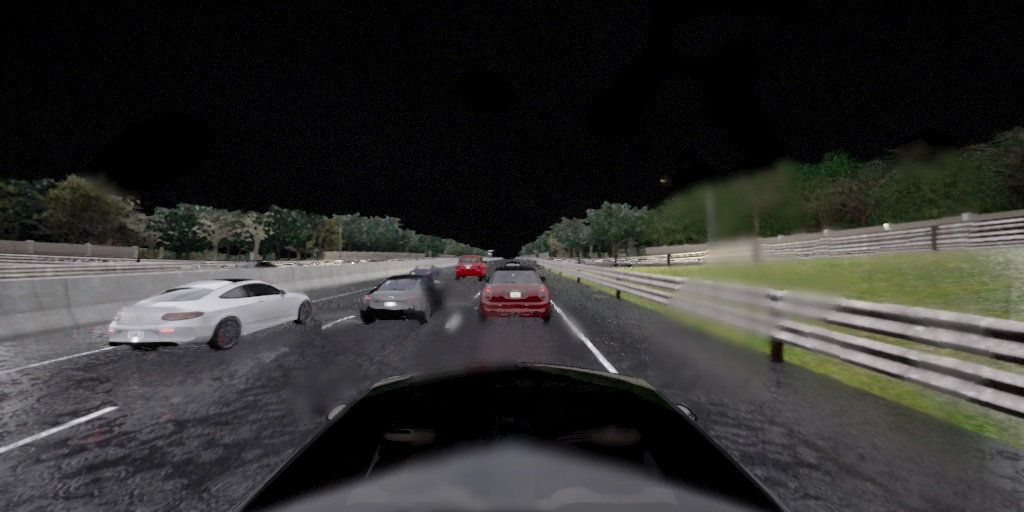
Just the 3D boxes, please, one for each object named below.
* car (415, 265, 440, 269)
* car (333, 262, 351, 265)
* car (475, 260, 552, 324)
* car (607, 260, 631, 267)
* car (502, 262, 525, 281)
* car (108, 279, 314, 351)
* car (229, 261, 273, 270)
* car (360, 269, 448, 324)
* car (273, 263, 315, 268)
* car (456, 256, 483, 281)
[{"bbox_3d":[-6.907,1.361,29.585,1.895,1.301,4.718,0,0,0],"label":"car"},{"bbox_3d":[-17.599,1.323,37.473,1.994,1.385,4.181,0,0,0],"label":"car"},{"bbox_3d":[0.098,1.109,12.190,2.097,1.767,4.553,0,0,0],"label":"car"},{"bbox_3d":[16.740,1.084,56.462,1.994,1.385,4.181,0,-1,-18],"label":"car"},{"bbox_3d":[0.093,1.265,31.279,1.837,1.490,4.892,0,0,0],"label":"car"},{"bbox_3d":[-6.901,1.281,8.884,1.812,1.442,4.674,0,0,0],"label":"car"},{"bbox_3d":[-24.601,1.265,34.171,1.837,1.490,4.892,0,0,0],"label":"car"},{"bbox_3d":[-3.403,1.321,12.044,1.994,1.385,4.181,0,0,0],"label":"car"},{"bbox_3d":[-21.102,1.361,35.751,1.895,1.301,4.718,0,0,0],"label":"car"},{"bbox_3d":[-3.407,0.982,30.527,2.150,2.045,5.566,0,0,0],"label":"car"}]
